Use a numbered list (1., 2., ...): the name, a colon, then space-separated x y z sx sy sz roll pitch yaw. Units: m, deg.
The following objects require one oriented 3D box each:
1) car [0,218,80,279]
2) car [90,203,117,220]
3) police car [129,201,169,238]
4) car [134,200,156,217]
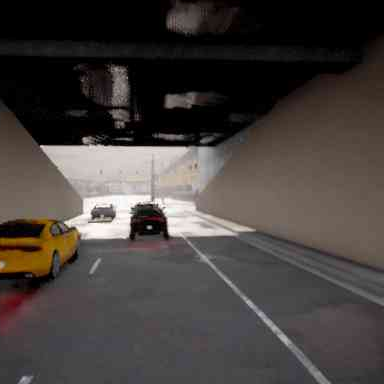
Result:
1. car: -4.694 1.514 10.013 1.882 1.535 5.008 0 0 -8
2. car: -7.659 1.655 29.286 1.895 1.301 4.718 0 0 -9
3. police car: -2.345 1.438 17.935 1.930 1.638 5.238 0 0 -9
4. car: -4.703 1.592 32.973 1.994 1.385 4.181 0 0 -9
